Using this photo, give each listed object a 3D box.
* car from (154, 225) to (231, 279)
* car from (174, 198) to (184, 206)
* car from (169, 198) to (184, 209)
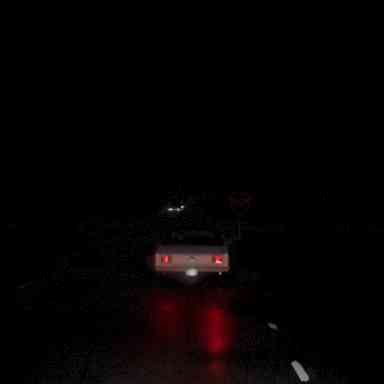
[{"bbox_3d":[0.067,1.667,10.218,1.895,1.301,4.718,0,0,2],"label":"car"},{"bbox_3d":[-2.772,2.149,71.996,1.837,1.490,4.892,0,-1,0],"label":"car"},{"bbox_3d":[-2.834,2.039,55.665,2.033,1.411,5.357,0,-1,0],"label":"car"}]
